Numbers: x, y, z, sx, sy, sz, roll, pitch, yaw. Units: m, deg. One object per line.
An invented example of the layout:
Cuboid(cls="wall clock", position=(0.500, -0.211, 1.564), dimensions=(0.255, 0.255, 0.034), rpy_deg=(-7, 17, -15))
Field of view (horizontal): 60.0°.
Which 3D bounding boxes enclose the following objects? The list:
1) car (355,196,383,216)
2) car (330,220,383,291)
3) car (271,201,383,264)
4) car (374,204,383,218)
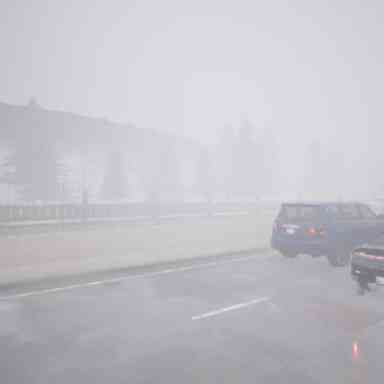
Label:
Cuboid(cls="car", position=(21.042, 1.529, 36.926), dimensions=(5.566, 2.045, 2.150), rpy_deg=(0, -1, -22))
Cuboid(cls="car", position=(5.775, 1.557, 8.031), dimensions=(4.902, 1.511, 2.128), rpy_deg=(0, -1, -36))
Cuboid(cls="car", position=(5.271, 1.328, 11.987), dimensions=(5.566, 2.045, 2.150), rpy_deg=(0, -1, -36))
Cuboid(cls="car", position=(20.607, 1.867, 32.964), dimensions=(4.718, 1.301, 1.895), rpy_deg=(0, -1, -23))
